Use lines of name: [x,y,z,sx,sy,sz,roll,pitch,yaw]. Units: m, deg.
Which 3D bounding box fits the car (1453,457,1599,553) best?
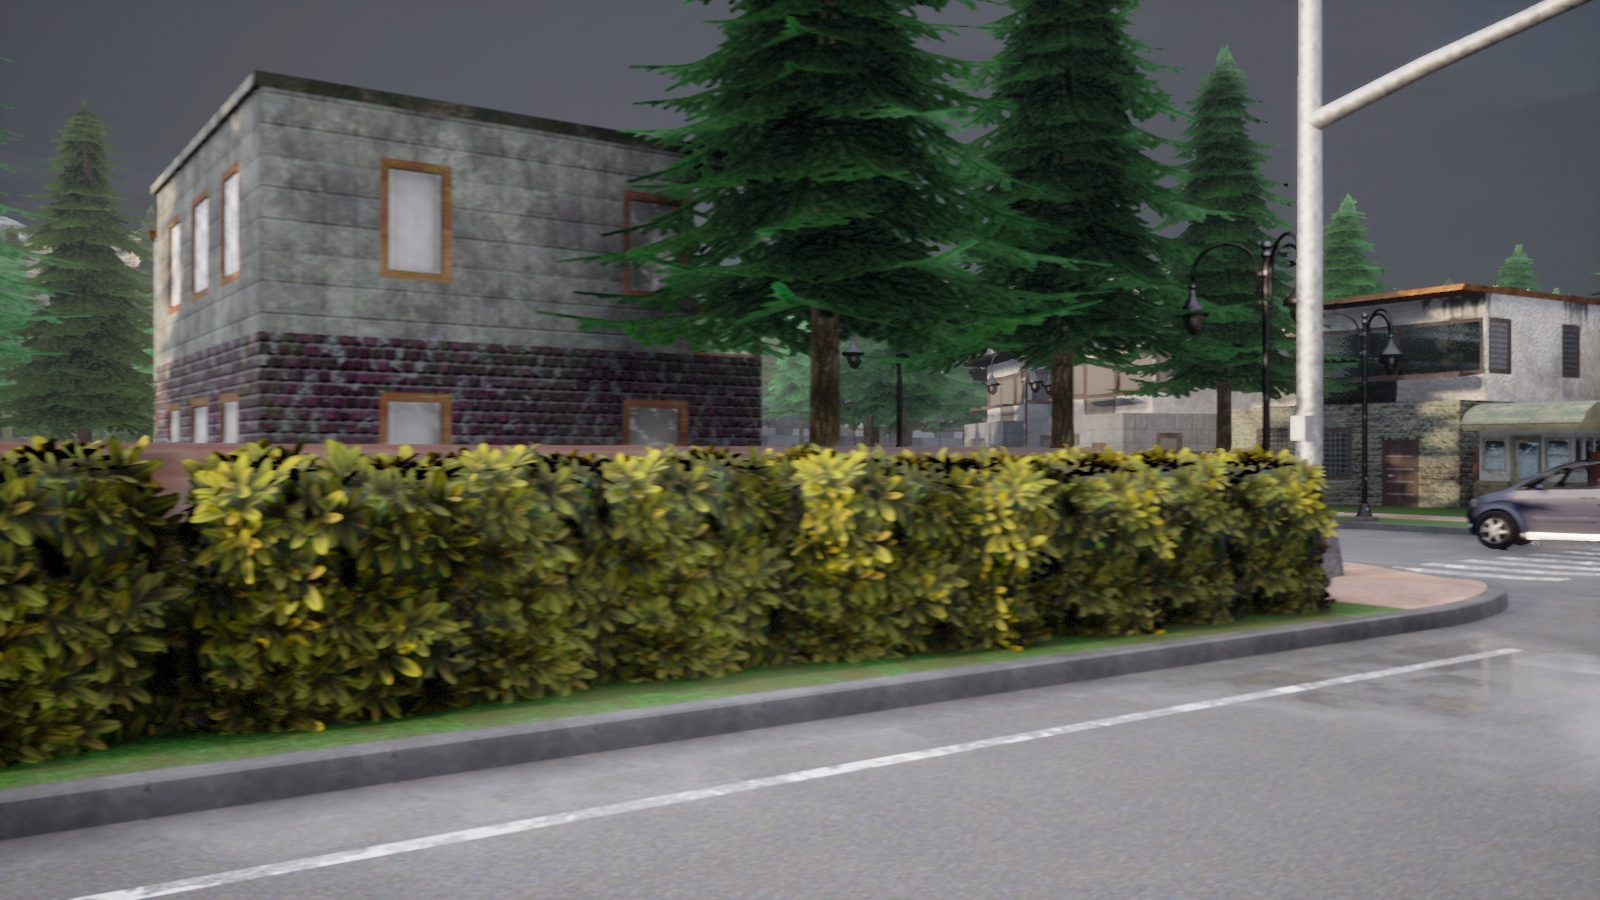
car: [13.360,0.897,21.298,3.705,1.549,1.789,-1,0,42]
